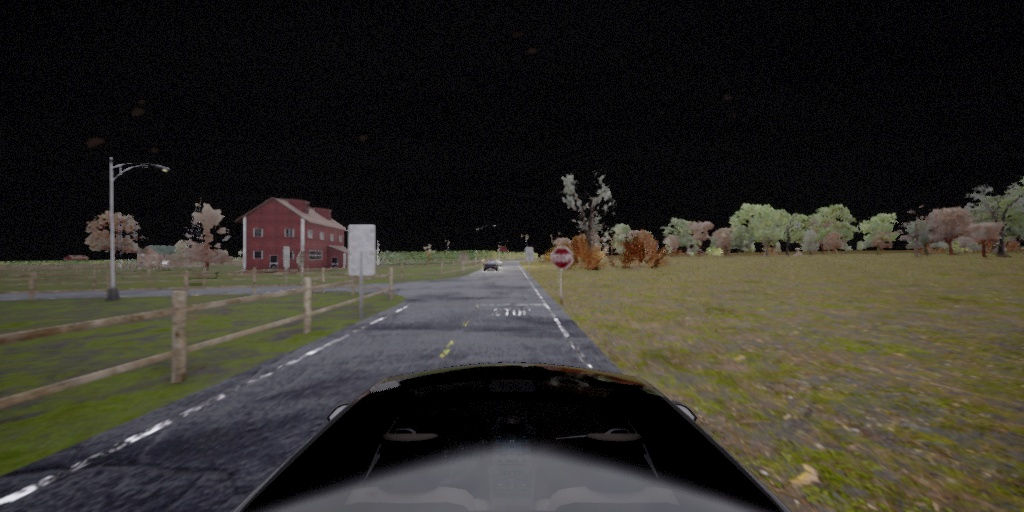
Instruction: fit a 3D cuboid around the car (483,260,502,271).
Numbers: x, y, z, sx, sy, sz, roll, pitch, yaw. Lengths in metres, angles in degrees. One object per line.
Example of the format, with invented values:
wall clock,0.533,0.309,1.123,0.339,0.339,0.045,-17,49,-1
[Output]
car,-2.743,1.268,47.531,2.033,1.411,5.357,0,0,0
